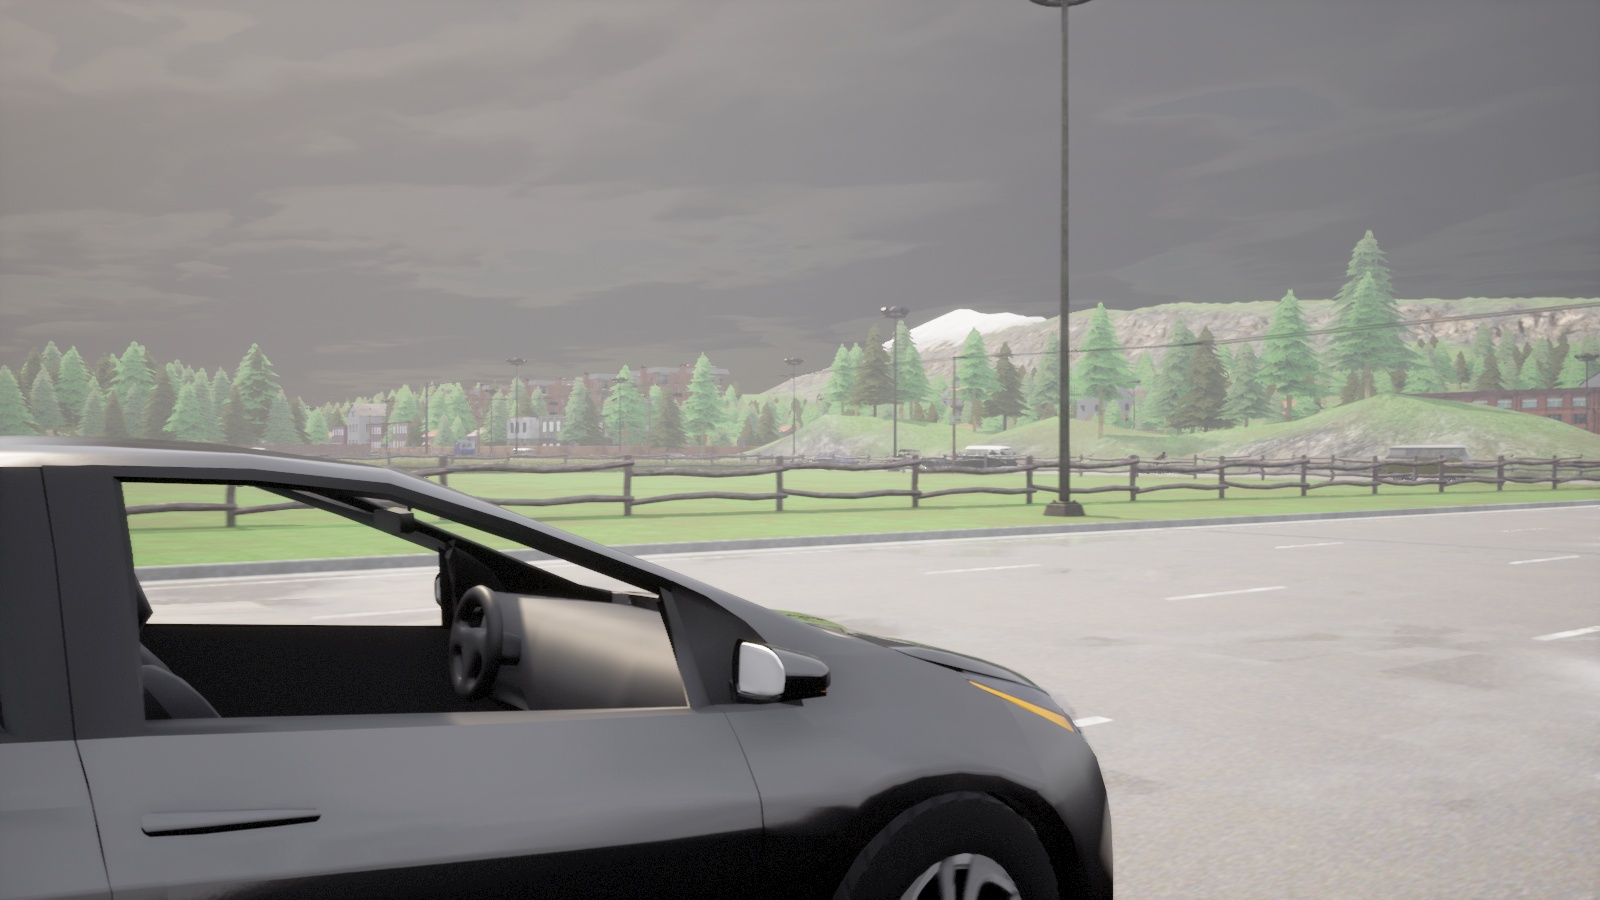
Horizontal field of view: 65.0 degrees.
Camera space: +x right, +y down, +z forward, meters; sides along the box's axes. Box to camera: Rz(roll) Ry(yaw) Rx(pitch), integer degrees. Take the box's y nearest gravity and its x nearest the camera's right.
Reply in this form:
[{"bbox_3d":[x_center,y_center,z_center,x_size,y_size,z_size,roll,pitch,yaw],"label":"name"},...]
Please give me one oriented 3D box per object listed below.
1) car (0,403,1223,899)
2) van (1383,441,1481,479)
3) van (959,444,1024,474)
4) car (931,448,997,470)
[{"bbox_3d":[-1.347,0.702,2.717,4.514,1.525,2.007,0,0,-35],"label":"car"},{"bbox_3d":[34.061,0.544,67.775,1.775,1.987,4.442,0,0,-36],"label":"van"},{"bbox_3d":[13.615,0.627,89.634,2.069,2.038,4.480,0,0,-35],"label":"van"},{"bbox_3d":[12.645,0.701,96.856,2.152,1.651,5.027,0,0,-36],"label":"car"}]
